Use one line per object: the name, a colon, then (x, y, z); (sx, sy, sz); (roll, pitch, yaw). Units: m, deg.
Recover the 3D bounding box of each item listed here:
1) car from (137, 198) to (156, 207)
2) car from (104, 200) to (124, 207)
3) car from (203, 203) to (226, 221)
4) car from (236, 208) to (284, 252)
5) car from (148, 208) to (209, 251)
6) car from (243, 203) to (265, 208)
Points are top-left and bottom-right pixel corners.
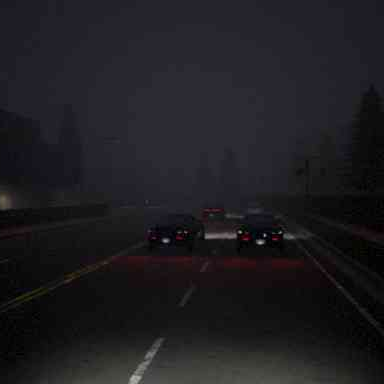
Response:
car: (-8.727, 1.976, 63.761); (2.097, 1.767, 4.553); (0, -1, -35)
car: (-15.828, 2.265, 66.957); (5.357, 1.411, 2.033); (-1, -1, 44)
car: (1.965, 1.726, 29.535); (2.128, 1.511, 4.902); (-1, 0, 9)
car: (2.859, 1.621, 14.235); (1.812, 1.442, 4.674); (-1, 0, 10)
car: (-0.588, 1.658, 14.839); (1.812, 1.442, 4.674); (-1, 0, 10)
car: (5.422, 1.723, 29.010); (1.812, 1.442, 4.674); (-1, 0, 9)
